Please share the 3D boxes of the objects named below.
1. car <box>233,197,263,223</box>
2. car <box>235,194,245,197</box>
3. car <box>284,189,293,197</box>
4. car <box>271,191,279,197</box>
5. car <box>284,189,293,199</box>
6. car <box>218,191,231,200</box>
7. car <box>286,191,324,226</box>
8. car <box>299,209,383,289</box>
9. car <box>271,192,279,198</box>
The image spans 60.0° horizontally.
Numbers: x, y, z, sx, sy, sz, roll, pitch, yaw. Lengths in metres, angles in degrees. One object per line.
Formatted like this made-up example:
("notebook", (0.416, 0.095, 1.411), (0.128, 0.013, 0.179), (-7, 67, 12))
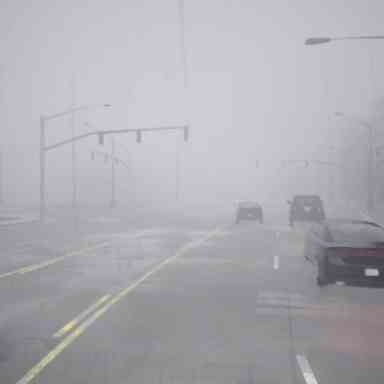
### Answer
("car", (4.217, 1.444, 25.274), (1.882, 1.535, 5.008), (0, 0, 6))
("car", (10.466, 1.036, 71.806), (2.033, 1.411, 5.357), (0, 1, 15))
("car", (26.046, 0.248, 89.688), (2.150, 2.045, 5.566), (0, 1, 15))
("car", (22.655, 0.564, 90.555), (2.033, 1.411, 5.357), (0, 1, 15))
("car", (23.385, 0.504, 79.607), (2.150, 2.045, 5.566), (0, 1, 15))
("car", (7.073, 0.723, 72.664), (2.150, 2.045, 5.566), (0, 1, 15))
("car", (7.807, 1.194, 22.955), (2.150, 2.045, 5.566), (0, 0, 16))
("car", (4.218, 1.468, 9.144), (1.882, 1.535, 5.008), (0, 0, 13))
("car", (20.109, 0.871, 80.909), (1.895, 1.301, 4.718), (0, 1, 15))
